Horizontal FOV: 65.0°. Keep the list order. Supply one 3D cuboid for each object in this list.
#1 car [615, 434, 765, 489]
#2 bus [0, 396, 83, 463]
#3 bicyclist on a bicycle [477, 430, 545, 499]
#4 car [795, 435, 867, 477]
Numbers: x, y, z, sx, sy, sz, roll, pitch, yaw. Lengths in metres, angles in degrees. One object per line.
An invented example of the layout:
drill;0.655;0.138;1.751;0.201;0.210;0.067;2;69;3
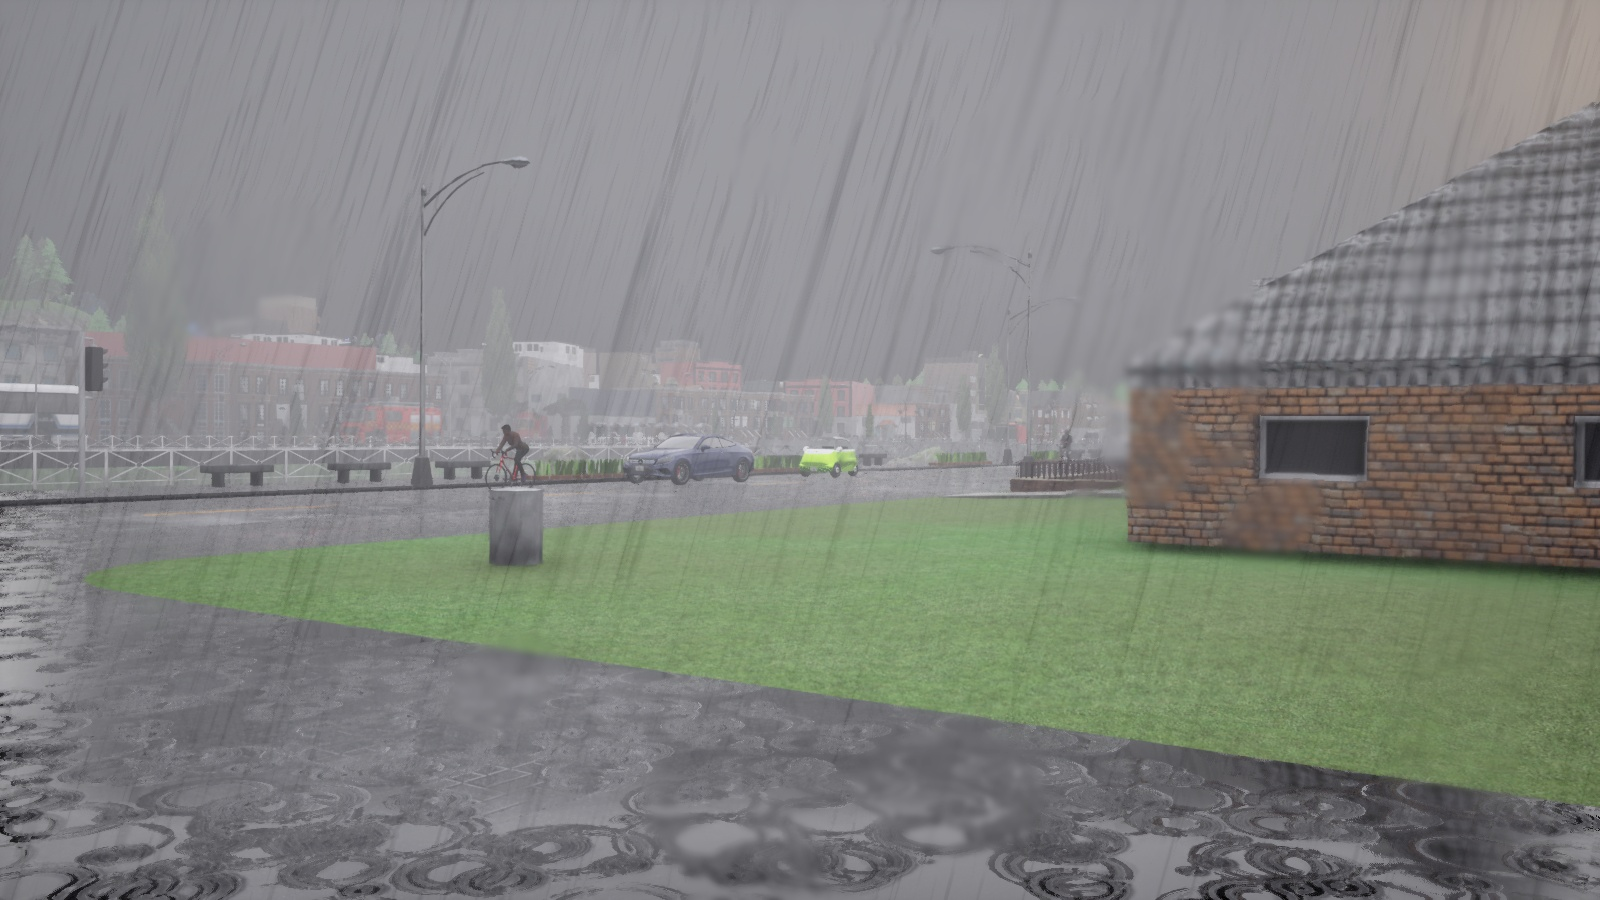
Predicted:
car;-3.120;0.287;36.502;1.812;1.442;4.674;0;1;34
bus;-52.507;-1.273;80.813;3.944;4.253;10.273;0;1;34
bicyclist on a bicycle;-7.035;0.330;30.608;0.582;1.620;1.656;0;1;34
car;1.065;0.192;42.806;1.481;1.376;2.207;0;1;34
